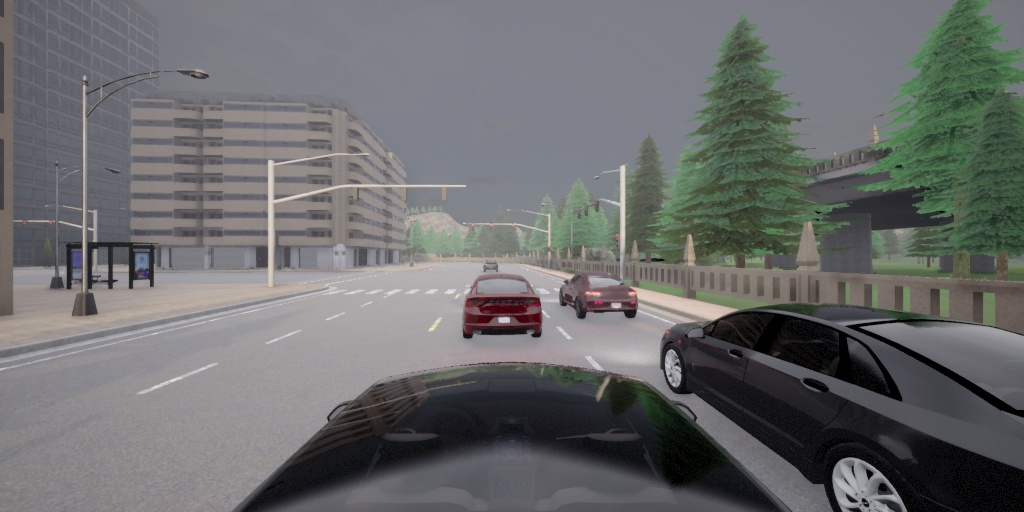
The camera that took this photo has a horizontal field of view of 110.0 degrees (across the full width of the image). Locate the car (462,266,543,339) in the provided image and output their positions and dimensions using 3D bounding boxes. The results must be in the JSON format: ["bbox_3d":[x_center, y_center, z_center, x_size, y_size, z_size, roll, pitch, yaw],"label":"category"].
[{"bbox_3d":[-0.341,1.228,10.190,1.882,1.535,5.008,0,0,-4],"label":"car"}]

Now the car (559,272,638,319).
[{"bbox_3d":[2.922,1.276,12.765,1.812,1.442,4.674,0,0,-3],"label":"car"}]

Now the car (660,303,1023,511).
[{"bbox_3d":[3.257,1.255,3.775,1.837,1.490,4.892,0,0,0],"label":"car"}]

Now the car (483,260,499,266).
[{"bbox_3d":[-2.709,1.242,45.870,2.128,1.511,4.902,0,0,-4],"label":"car"}]
